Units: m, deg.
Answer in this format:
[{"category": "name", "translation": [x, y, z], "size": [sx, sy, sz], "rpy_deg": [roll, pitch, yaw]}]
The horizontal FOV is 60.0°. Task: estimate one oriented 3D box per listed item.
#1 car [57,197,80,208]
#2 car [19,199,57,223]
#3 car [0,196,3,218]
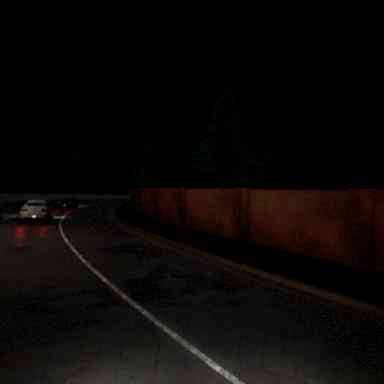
[{"category": "car", "translation": [-14.748, 1.203, 39.818], "size": [1.895, 1.301, 4.718], "rpy_deg": [2, 0, -9]}, {"category": "car", "translation": [-10.364, 1.221, 22.363], "size": [1.812, 1.442, 4.674], "rpy_deg": [2, 0, -20]}, {"category": "car", "translation": [-13.754, 0.781, 21.340], "size": [2.150, 2.045, 5.566], "rpy_deg": [2, 0, -20]}]
